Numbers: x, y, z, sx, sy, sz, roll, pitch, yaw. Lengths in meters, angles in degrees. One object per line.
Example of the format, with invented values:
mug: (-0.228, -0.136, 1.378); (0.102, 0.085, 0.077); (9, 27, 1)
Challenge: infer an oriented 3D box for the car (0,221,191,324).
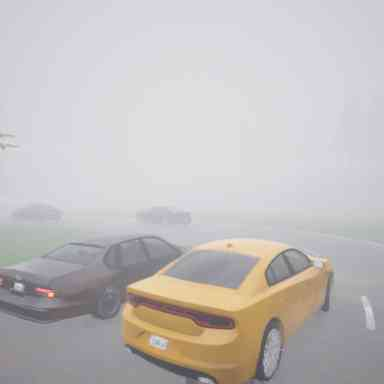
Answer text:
car: (-1.538, 1.647, 7.638); (2.033, 1.411, 5.357); (0, -1, 32)

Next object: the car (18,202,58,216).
car: (-18.108, 1.968, 38.934); (4.892, 1.490, 1.837); (0, -1, 31)

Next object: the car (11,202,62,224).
car: (-13.096, 1.823, 27.928); (4.902, 1.511, 2.128); (0, -1, 28)

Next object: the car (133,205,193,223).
car: (-2.694, 1.954, 30.379); (5.357, 1.411, 2.033); (0, -1, 32)

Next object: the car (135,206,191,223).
car: (-2.229, 1.819, 25.482); (1.882, 1.535, 5.008); (2, -2, -45)

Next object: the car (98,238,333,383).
car: (1.043, 1.562, 5.777); (1.882, 1.535, 5.008); (0, 0, 35)
